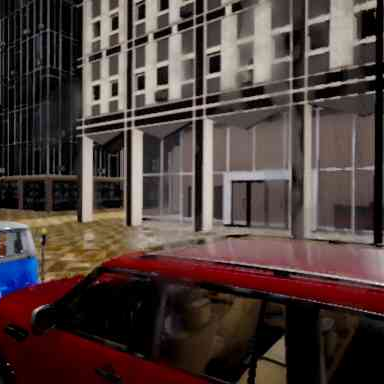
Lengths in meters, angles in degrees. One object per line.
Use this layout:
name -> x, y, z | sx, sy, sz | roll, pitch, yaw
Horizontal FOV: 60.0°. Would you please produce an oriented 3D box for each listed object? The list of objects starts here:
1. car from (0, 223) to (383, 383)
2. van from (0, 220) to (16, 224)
car -> 0.116, 1.318, 2.779 | 5.009, 1.841, 2.192 | 0, 0, 36
van -> -4.508, 1.356, 6.084 | 3.998, 1.788, 1.690 | 0, 0, 36
